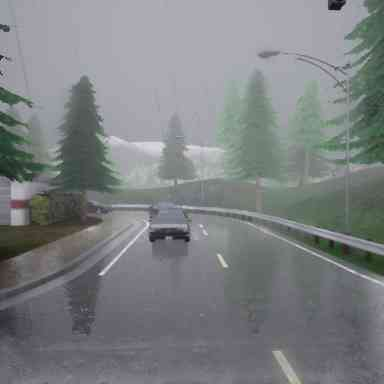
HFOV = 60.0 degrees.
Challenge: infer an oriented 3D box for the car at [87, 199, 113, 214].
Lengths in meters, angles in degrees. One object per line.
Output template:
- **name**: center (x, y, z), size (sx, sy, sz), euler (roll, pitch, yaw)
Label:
- **car**: center (-10.389, 1.476, 33.438), size (4.892, 1.490, 1.837), euler (1, 0, 8)

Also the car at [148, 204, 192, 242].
- **car**: center (-1.034, 1.529, 16.492), size (2.033, 1.411, 5.357), euler (0, 0, -2)

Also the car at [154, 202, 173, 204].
- **car**: center (-2.263, 1.522, 27.005), size (2.033, 1.411, 5.357), euler (0, 0, -19)
